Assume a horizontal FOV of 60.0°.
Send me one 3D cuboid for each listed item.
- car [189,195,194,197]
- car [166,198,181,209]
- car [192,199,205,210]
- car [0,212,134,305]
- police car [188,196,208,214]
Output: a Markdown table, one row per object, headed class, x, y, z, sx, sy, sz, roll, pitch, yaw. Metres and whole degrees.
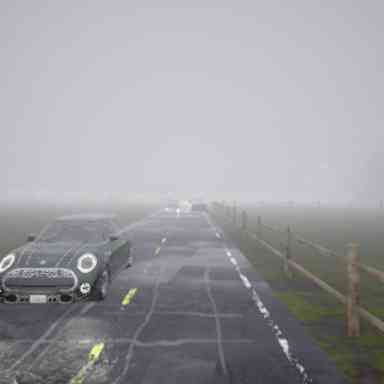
| class | x | y | z | sx | sy | sz | roll | pitch | yaw |
| --- | --- | --- | --- | --- | --- | --- | --- | --- | --- |
| car | 0.056 | 1.775 | 72.398 | 2.033 | 1.411 | 5.357 | 0 | 0 | 0 |
| car | -2.786 | 1.764 | 50.547 | 1.837 | 1.490 | 4.892 | 0 | 0 | 0 |
| car | 0.862 | 1.777 | 49.196 | 1.812 | 1.442 | 4.674 | 0 | 0 | 0 |
| car | -2.843 | 1.397 | 8.398 | 2.097 | 1.767 | 4.553 | 0 | 0 | 0 |
| police car | 0.854 | 1.627 | 39.306 | 1.930 | 1.638 | 5.238 | 0 | 0 | 0 |
